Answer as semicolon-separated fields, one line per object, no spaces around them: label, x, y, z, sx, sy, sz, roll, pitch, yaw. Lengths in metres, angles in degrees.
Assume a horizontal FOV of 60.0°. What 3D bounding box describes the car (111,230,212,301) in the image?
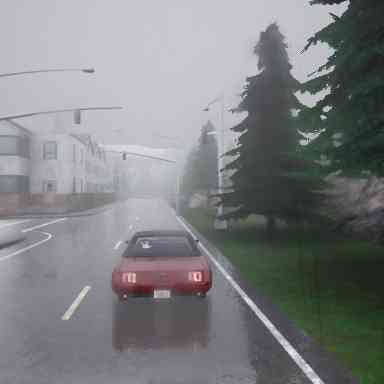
car;-0.741;1.601;8.359;1.895;1.301;4.718;0;0;-5
